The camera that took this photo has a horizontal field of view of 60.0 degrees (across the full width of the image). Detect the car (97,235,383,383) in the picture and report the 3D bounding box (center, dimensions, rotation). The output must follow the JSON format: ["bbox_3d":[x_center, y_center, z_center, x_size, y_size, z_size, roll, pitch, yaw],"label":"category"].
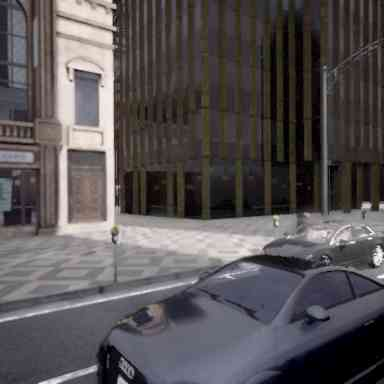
[{"bbox_3d":[1.022,1.543,4.105,4.181,1.385,1.994,0,0,-35],"label":"car"}]

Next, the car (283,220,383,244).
[{"bbox_3d":[3.793,1.493,9.366,4.403,1.369,2.008,0,0,-35],"label":"car"}]
